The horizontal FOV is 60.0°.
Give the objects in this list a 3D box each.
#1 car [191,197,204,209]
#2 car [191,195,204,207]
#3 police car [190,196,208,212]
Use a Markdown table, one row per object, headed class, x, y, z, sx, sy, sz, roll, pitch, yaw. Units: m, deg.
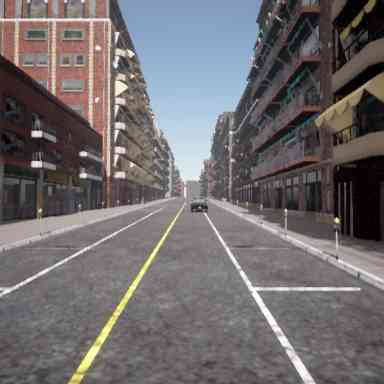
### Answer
| class | x | y | z | sx | sy | sz | roll | pitch | yaw |
| --- | --- | --- | --- | --- | --- | --- | --- | --- | --- |
| car | 0.824 | 1.556 | 48.730 | 1.801 | 1.575 | 5.366 | 0 | 0 | 0 |
| car | 0.822 | 1.480 | 54.510 | 2.097 | 1.767 | 4.553 | 0 | 0 | 0 |
| police car | 0.825 | 1.489 | 38.645 | 1.930 | 1.638 | 5.238 | 0 | 0 | 0 |
